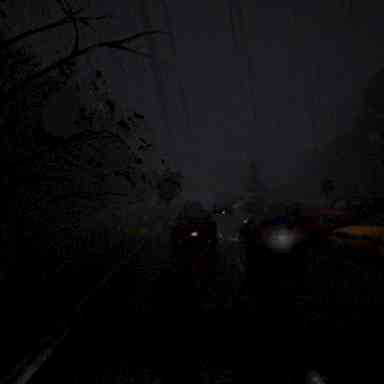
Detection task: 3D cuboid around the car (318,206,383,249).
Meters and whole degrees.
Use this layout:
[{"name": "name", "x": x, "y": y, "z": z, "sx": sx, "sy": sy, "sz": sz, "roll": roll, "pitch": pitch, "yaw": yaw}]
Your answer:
[{"name": "car", "x": 7.894, "y": 1.506, "z": 13.025, "sx": 5.366, "sy": 1.575, "sz": 1.946, "roll": 1, "pitch": 0, "yaw": -20}]

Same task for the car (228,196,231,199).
[{"name": "car", "x": 7.893, "y": 1.586, "z": 43.049, "sx": 5.366, "sy": 1.575, "sz": 1.946, "roll": 1, "pitch": 1, "yaw": -20}]

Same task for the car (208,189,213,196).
[{"name": "car", "x": 8.037, "y": 0.907, "z": 88.055, "sx": 5.566, "sy": 2.045, "sz": 2.435, "roll": 1, "pitch": 1, "yaw": -20}]

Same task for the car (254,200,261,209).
[{"name": "car", "x": 8.069, "y": 1.623, "z": 28.098, "sx": 4.674, "sy": 1.452, "sz": 2.002, "roll": 1, "pitch": 0, "yaw": -20}]

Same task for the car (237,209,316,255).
[{"name": "car", "x": 3.097, "y": 1.590, "z": 13.330, "sx": 1.994, "sy": 1.385, "sz": 4.181, "roll": 0, "pitch": 0, "yaw": 0}]

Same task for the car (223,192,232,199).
[{"name": "car", "x": 8.041, "y": 1.311, "z": 49.101, "sx": 5.566, "sy": 2.045, "sz": 2.435, "roll": 1, "pitch": 1, "yaw": -20}]

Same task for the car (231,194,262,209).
[{"name": "car", "x": 8.094, "y": 1.348, "z": 40.121, "sx": 5.566, "sy": 2.045, "sz": 2.435, "roll": 1, "pitch": 0, "yaw": -20}]

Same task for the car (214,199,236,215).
[{"name": "car", "x": 3.095, "y": 1.715, "z": 34.949, "sx": 1.895, "sy": 1.301, "sz": 4.718, "roll": 0, "pitch": 0, "yaw": 0}]

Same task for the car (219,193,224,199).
[{"name": "car", "x": 8.037, "y": 1.478, "z": 61.119, "sx": 4.792, "sy": 1.488, "sz": 2.163, "roll": 1, "pitch": 1, "yaw": -20}]

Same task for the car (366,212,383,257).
[{"name": "car", "x": 8.242, "y": 1.502, "z": 10.159, "sx": 5.366, "sy": 1.575, "sz": 1.946, "roll": 1, "pitch": 0, "yaw": -20}]

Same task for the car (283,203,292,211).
[{"name": "car", "x": 8.041, "y": 1.567, "z": 19.080, "sx": 4.792, "sy": 1.488, "sz": 2.163, "roll": 1, "pitch": 0, "yaw": -20}]

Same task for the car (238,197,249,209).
[{"name": "car", "x": 8.091, "y": 1.631, "z": 37.122, "sx": 4.792, "sy": 1.488, "sz": 2.163, "roll": 1, "pitch": 0, "yaw": -20}]

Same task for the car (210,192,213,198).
[{"name": "car", "x": 8.053, "y": 1.192, "z": 85.089, "sx": 4.892, "sy": 1.521, "sz": 2.231, "roll": 1, "pitch": 0, "yaw": -20}]

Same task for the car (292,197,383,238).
[{"name": "car", "x": 8.047, "y": 1.273, "z": 16.078, "sx": 5.566, "sy": 2.045, "sz": 2.435, "roll": 1, "pitch": 0, "yaw": -20}]

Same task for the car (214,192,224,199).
[{"name": "car", "x": 8.035, "y": 1.349, "z": 73.124, "sx": 4.792, "sy": 1.488, "sz": 2.163, "roll": 1, "pitch": 1, "yaw": -20}]

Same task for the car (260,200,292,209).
[{"name": "car", "x": 8.060, "y": 1.569, "z": 25.097, "sx": 5.008, "sy": 1.535, "sz": 2.097, "roll": 1, "pitch": -1, "yaw": -20}]

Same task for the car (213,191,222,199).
[{"name": "car", "x": 8.032, "y": 1.129, "z": 79.113, "sx": 4.553, "sy": 1.767, "sz": 2.185, "roll": 1, "pitch": 0, "yaw": -20}]

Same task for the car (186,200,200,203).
[{"name": "car", "x": 0.095, "y": 1.606, "z": 36.170, "sx": 2.128, "sy": 1.511, "sz": 4.902, "roll": 0, "pitch": 0, "yaw": 0}]

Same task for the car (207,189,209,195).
[{"name": "car", "x": 8.087, "y": 0.842, "z": 94.051, "sx": 5.566, "sy": 2.045, "sz": 2.435, "roll": 1, "pitch": 0, "yaw": -20}]

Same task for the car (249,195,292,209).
[{"name": "car", "x": 8.098, "y": 1.468, "z": 31.109, "sx": 4.553, "sy": 1.767, "sz": 2.185, "roll": 1, "pitch": 0, "yaw": -20}]

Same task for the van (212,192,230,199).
[{"name": "van", "x": 7.953, "y": 0.900, "z": 91.008, "sx": 4.442, "sy": 1.987, "sz": 1.878, "roll": 1, "pitch": 1, "yaw": -20}]

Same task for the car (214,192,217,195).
[{"name": "car", "x": 8.056, "y": 1.327, "z": 76.143, "sx": 4.674, "sy": 1.452, "sz": 2.002, "roll": 1, "pitch": 0, "yaw": -20}]

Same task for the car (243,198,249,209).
[{"name": "car", "x": 8.068, "y": 1.643, "z": 34.097, "sx": 4.674, "sy": 1.452, "sz": 2.002, "roll": 1, "pitch": 0, "yaw": -20}]

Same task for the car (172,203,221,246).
[{"name": "car", "x": 0.097, "y": 1.513, "z": 15.531, "sx": 1.882, "sy": 1.535, "sz": 5.008, "roll": 0, "pitch": 0, "yaw": 0}]
